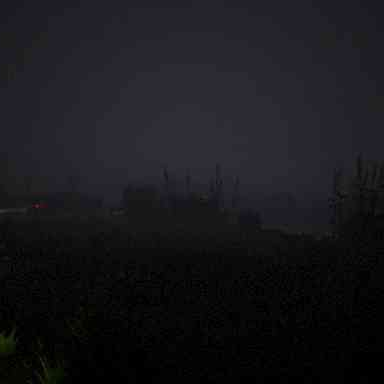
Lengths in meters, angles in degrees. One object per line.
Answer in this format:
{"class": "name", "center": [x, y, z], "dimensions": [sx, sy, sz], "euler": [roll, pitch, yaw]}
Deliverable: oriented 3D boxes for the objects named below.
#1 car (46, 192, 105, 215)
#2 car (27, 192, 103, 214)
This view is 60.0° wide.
{"class": "car", "center": [-10.539, 0.961, 30.381], "dimensions": [2.097, 1.767, 4.553], "euler": [0, 3, 40]}
{"class": "car", "center": [-9.701, 0.983, 25.731], "dimensions": [2.150, 2.045, 5.566], "euler": [0, 3, 41]}
